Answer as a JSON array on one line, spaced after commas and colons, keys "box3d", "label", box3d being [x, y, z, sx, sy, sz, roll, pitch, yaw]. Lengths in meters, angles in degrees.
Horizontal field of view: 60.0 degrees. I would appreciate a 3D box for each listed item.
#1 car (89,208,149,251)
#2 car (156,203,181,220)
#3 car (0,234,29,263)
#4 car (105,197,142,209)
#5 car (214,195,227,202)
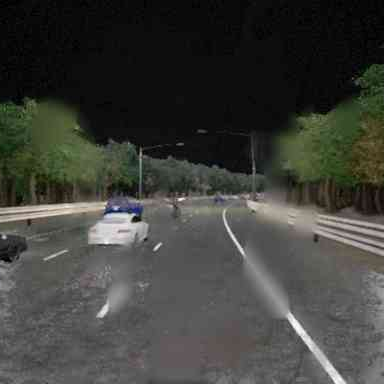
[{"box3d": [-3.079, 1.630, 14.613, 1.812, 1.442, 4.674, 0, 0, 2], "label": "car"}, {"box3d": [-2.152, 1.768, 30.690, 1.812, 1.442, 4.674, 0, -1, 4], "label": "car"}, {"box3d": [-6.759, 1.606, 9.305, 2.033, 1.411, 5.357, 0, 0, 1], "label": "car"}, {"box3d": [-5.807, 1.441, 28.845, 2.150, 2.045, 5.566, 0, -1, 4], "label": "car"}, {"box3d": [7.736, 1.867, 94.096, 2.150, 2.045, 5.566, 0, 0, 14], "label": "car"}]
